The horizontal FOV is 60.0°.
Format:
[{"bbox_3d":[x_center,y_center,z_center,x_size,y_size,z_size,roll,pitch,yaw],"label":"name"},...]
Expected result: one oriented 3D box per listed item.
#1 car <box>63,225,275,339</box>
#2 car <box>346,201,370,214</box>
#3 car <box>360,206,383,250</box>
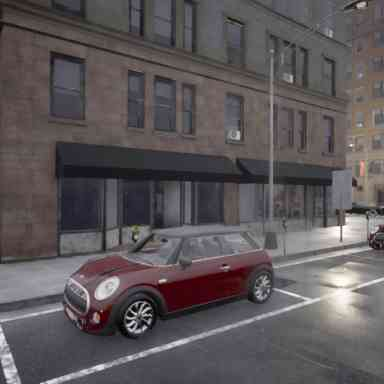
[{"bbox_3d":[-0.327,1.441,6.513,4.097,1.590,1.967,0,0,-35],"label":"car"},{"bbox_3d":[15.589,1.531,30.734,1.895,1.301,4.718,1,0,-36],"label":"car"},{"bbox_3d":[8.632,1.445,12.872,4.097,1.590,1.967,0,0,-35],"label":"car"}]
